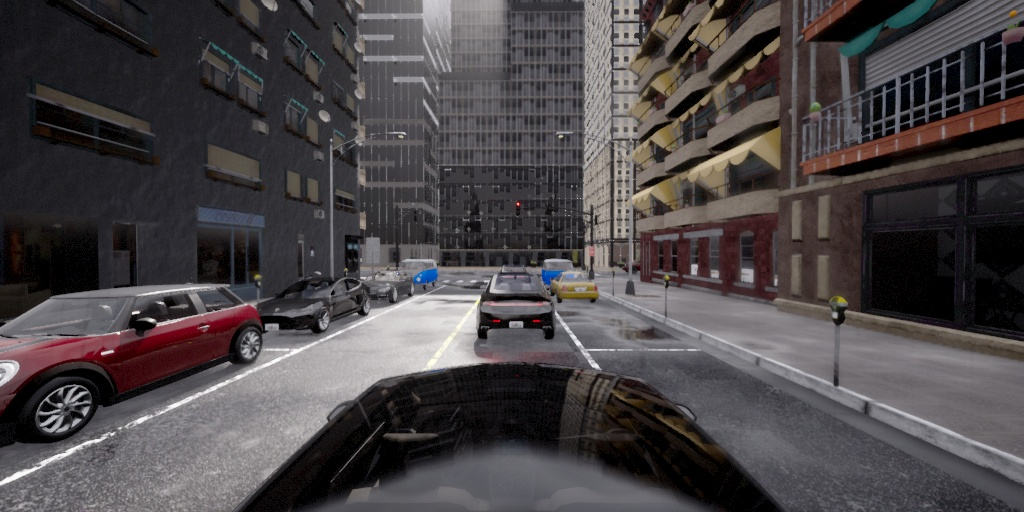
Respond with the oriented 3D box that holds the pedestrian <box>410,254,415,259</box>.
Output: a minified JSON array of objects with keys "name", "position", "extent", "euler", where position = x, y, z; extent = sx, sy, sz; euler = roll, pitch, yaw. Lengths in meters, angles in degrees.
[{"name":"pedestrian","position":[-12.329,0.633,44.289],"extent":[0.375,1.860,0.375],"euler":[0,1,0]}]

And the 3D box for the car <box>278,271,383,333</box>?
[{"name":"car","position":[-5.680,1.313,10.672],"extent":[1.948,1.339,4.313],"euler":[0,0,0]}]

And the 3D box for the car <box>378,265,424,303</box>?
[{"name":"car","position":[-5.671,1.296,16.275],"extent":[2.007,1.370,4.403],"euler":[0,0,0]}]

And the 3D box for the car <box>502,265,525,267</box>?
[{"name":"car","position":[0.093,1.237,20.312],"extent":[2.128,1.511,4.902],"euler":[0,0,0]}]

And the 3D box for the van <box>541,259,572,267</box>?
[{"name":"van","position":[2.719,1.086,21.835],"extent":[1.690,1.789,3.998],"euler":[0,0,0]}]

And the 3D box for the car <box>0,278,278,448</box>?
[{"name":"car","position":[-5.688,1.189,5.071],"extent":[1.967,1.591,4.097],"euler":[0,0,0]}]

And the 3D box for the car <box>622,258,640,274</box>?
[{"name":"car","position":[15.292,1.085,41.154],"extent":[5.009,1.841,2.192],"euler":[0,0,0]}]

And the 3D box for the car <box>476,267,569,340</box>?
[{"name":"car","position":[0.095,1.239,10.009],"extent":[2.128,1.511,4.902],"euler":[0,0,0]}]

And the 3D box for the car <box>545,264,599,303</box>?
[{"name":"car","position":[2.710,1.271,16.403],"extent":[1.751,1.417,4.829],"euler":[0,0,0]}]

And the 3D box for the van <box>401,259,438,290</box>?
[{"name":"van","position":[-5.662,1.086,21.877],"extent":[1.690,1.789,3.998],"euler":[0,0,0]}]
